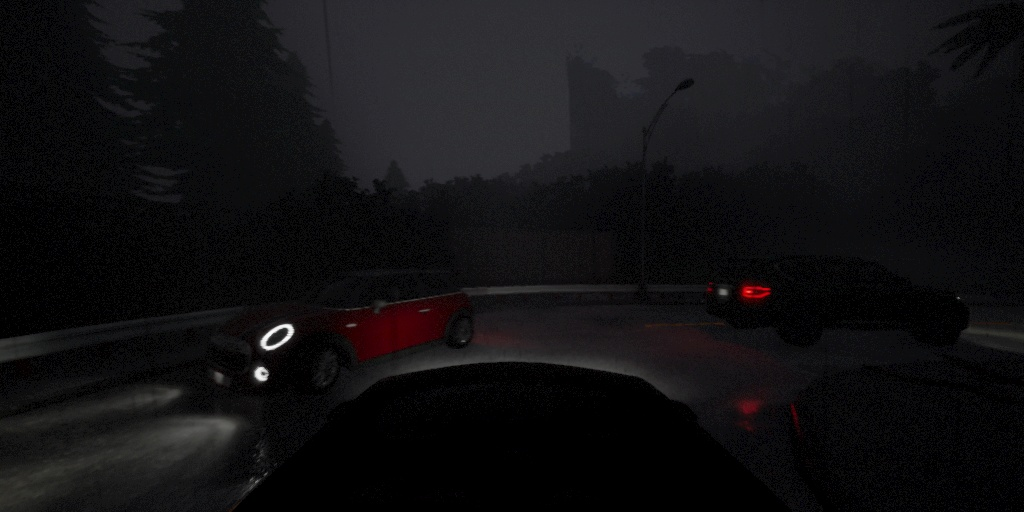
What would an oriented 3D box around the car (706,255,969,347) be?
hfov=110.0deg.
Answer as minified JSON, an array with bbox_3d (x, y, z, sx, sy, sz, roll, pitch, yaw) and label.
[{"bbox_3d":[7.927,1.018,9.073,5.566,2.045,2.150,1,0,-3],"label":"car"}]

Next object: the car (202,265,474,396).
[{"bbox_3d":[-2.753,1.050,6.735,2.097,1.767,4.553,1,1,33],"label":"car"}]
